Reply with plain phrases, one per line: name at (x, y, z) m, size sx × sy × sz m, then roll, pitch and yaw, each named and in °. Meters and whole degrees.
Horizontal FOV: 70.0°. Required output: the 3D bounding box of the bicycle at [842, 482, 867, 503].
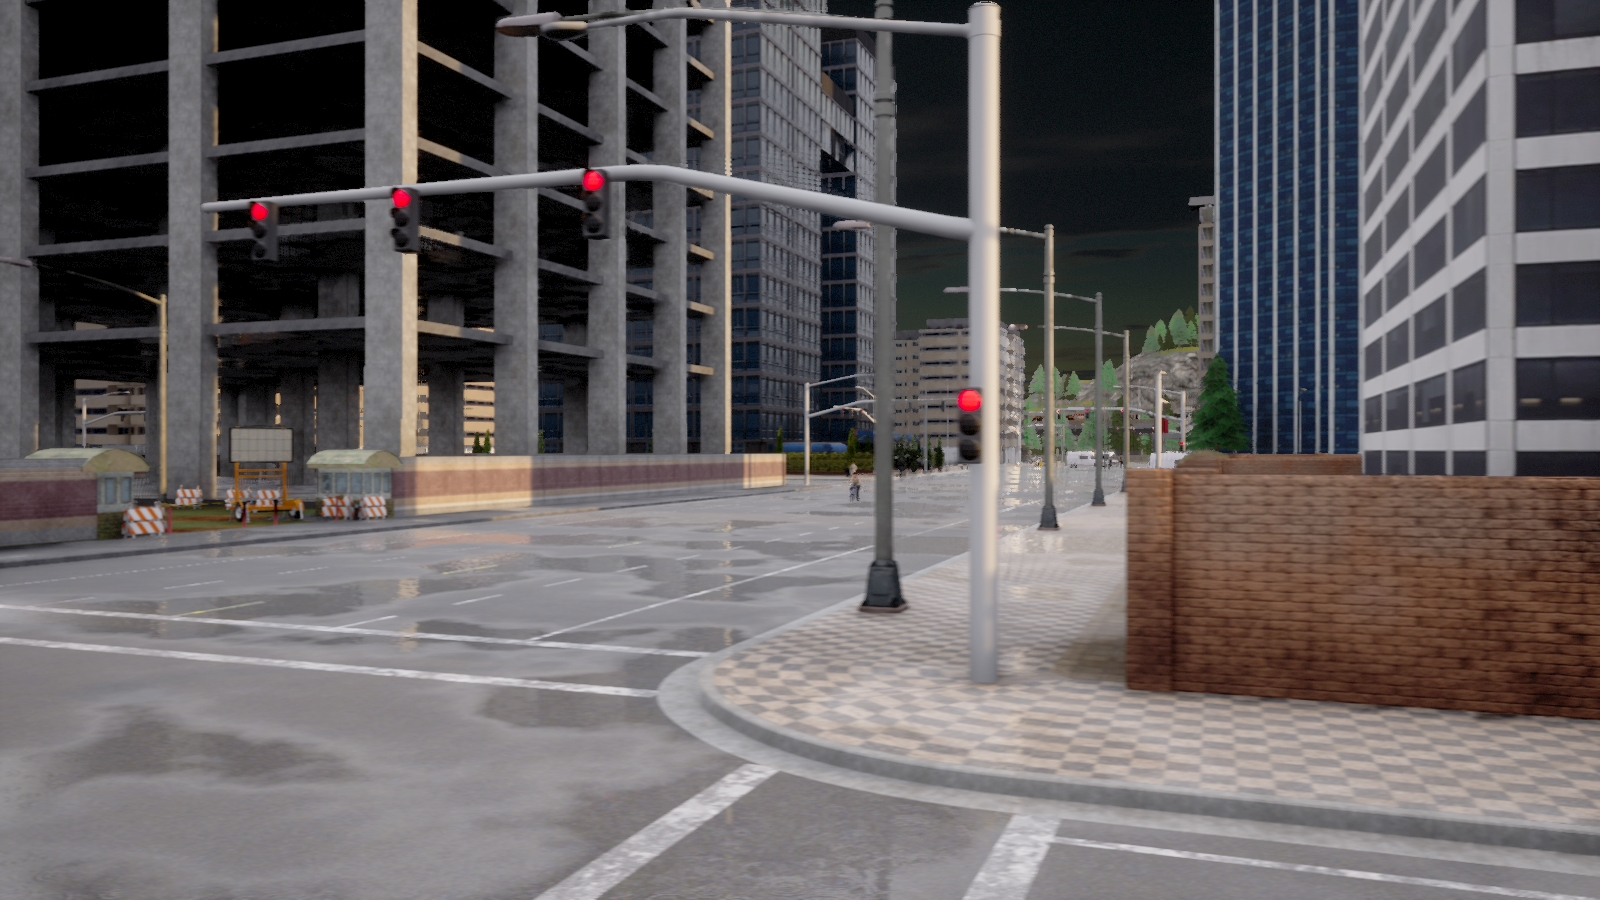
bicycle at (2.895, 2.257, 60.604) m, size 0.859 × 1.080 × 1.487 m, roll 0°, pitch 0°, yaw 21°
